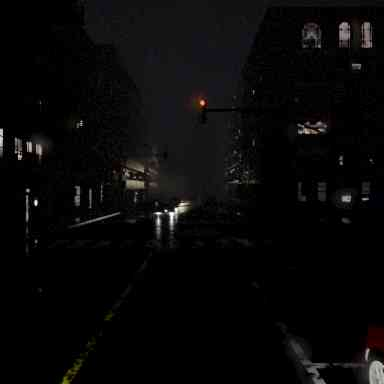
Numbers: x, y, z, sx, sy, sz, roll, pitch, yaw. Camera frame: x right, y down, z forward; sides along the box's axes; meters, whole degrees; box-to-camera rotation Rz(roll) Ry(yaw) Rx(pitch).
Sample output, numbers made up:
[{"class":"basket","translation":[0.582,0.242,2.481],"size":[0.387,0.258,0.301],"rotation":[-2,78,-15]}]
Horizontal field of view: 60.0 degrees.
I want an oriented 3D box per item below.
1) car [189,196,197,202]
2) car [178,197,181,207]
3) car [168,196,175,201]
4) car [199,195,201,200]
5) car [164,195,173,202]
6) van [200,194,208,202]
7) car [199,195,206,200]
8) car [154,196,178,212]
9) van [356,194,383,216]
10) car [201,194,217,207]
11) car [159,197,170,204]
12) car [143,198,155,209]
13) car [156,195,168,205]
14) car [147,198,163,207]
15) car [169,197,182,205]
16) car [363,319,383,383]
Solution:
[{"class":"car","translation":[0.174,1.563,79.318],"size":[1.812,1.442,4.674],"rotation":[0,0,0]},{"class":"car","translation":[-2.969,1.539,49.618],"size":[1.812,1.442,4.674],"rotation":[0,0,0]},{"class":"car","translation":[-5.501,1.632,89.522],"size":[1.802,1.307,4.206],"rotation":[-1,0,0]},{"class":"car","translation":[2.830,1.577,67.387],"size":[2.008,1.369,4.403],"rotation":[-1,0,0]},{"class":"car","translation":[-5.527,1.563,78.296],"size":[1.752,1.417,4.829],"rotation":[-1,0,0]},{"class":"van","translation":[2.852,1.379,78.443],"size":[1.690,1.788,3.998],"rotation":[-1,0,0]},{"class":"car","translation":[2.890,1.602,95.027],"size":[1.887,1.381,4.507],"rotation":[-1,0,0]},{"class":"car","translation":[-3.009,1.532,39.304],"size":[1.812,1.442,4.674],"rotation":[0,0,0]},{"class":"van","translation":[15.701,1.035,27.347],"size":[3.998,1.788,1.690],"rotation":[-1,1,-1]},{"class":"car","translation":[2.793,1.454,50.804],"size":[1.967,1.590,4.097],"rotation":[-1,0,0]},{"class":"car","translation":[-5.551,1.609,67.411],"size":[1.802,1.307,4.206],"rotation":[-1,0,0]},{"class":"car","translation":[-5.598,1.560,45.299],"size":[2.008,1.369,4.403],"rotation":[0,0,0]},{"class":"car","translation":[-5.564,1.462,61.883],"size":[1.967,1.590,4.097],"rotation":[-1,0,0]},{"class":"car","translation":[-5.586,1.580,50.827],"size":[1.947,1.339,4.313],"rotation":[0,0,0]},{"class":"car","translation":[-2.941,1.568,60.244],"size":[2.033,1.411,5.357],"rotation":[0,0,1]},{"class":"car","translation":[2.687,1.544,1.804],"size":[1.887,1.381,4.507],"rotation":[0,0,0]}]
